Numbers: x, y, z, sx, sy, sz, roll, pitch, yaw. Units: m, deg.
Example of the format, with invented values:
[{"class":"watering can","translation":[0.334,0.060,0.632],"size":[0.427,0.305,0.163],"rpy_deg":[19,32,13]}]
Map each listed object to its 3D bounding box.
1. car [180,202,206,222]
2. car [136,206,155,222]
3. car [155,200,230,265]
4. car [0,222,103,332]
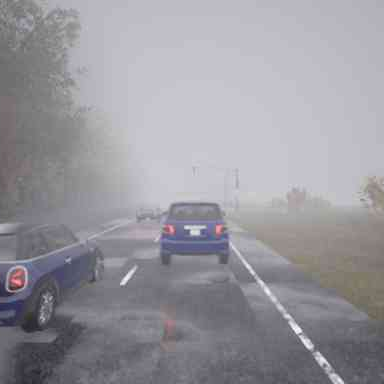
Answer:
[{"class":"car","translation":[0.102,1.702,29.770],"size":[2.128,1.511,4.902],"rpy_deg":[0,0,0]},{"class":"car","translation":[-3.399,1.798,27.841],"size":[1.895,1.301,4.718],"rpy_deg":[0,0,0]},{"class":"car","translation":[0.095,1.306,12.256],"size":[2.150,2.045,5.566],"rpy_deg":[0,-1,0]},{"class":"car","translation":[-3.424,1.403,7.104],"size":[2.097,1.767,4.553],"rpy_deg":[0,-1,0]}]
